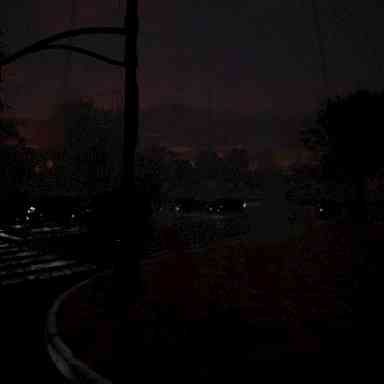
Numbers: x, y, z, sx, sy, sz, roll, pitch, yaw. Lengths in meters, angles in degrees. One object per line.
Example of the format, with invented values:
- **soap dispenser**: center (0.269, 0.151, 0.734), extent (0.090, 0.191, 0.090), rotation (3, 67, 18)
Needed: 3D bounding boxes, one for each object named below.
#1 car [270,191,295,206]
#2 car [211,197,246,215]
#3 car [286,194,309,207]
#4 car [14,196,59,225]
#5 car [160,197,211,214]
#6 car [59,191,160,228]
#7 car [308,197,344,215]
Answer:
- **car**: center (13.449, 0.863, 48.621), extent (2.150, 2.045, 5.566), rotation (2, 1, 39)
- **car**: center (3.155, 1.251, 30.672), extent (1.837, 1.490, 4.892), rotation (2, 1, 39)
- **car**: center (15.167, 1.337, 45.608), extent (1.895, 1.301, 4.718), rotation (2, 1, 39)
- **car**: center (-8.678, 1.015, 21.050), extent (2.097, 1.767, 4.553), rotation (2, 1, 39)
- **car**: center (-0.916, 1.203, 30.787), extent (2.033, 1.411, 5.357), rotation (2, 1, 39)
- **car**: center (-4.880, 0.974, 20.596), extent (2.150, 2.045, 5.566), rotation (2, 1, 39)
- **car**: center (13.601, 1.432, 33.034), extent (1.837, 1.490, 4.892), rotation (2, 1, 39)
